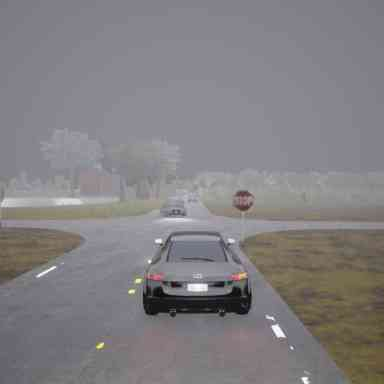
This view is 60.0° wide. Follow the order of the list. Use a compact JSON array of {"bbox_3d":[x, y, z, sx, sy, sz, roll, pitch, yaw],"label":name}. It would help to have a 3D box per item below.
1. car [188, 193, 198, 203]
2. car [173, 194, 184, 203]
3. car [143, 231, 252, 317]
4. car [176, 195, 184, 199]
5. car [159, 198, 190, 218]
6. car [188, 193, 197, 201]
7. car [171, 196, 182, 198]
[{"bbox_3d":[0.157,1.489,69.679,1.994,1.385,4.181,0,0,0],"label":"car"},{"bbox_3d":[-2.608,1.302,66.055,2.097,1.767,4.553,0,0,0],"label":"car"},{"bbox_3d":[0.075,1.565,7.561,1.994,1.385,4.181,0,0,-1],"label":"car"},{"bbox_3d":[-2.688,1.446,52.669,1.882,1.535,5.008,0,0,1],"label":"car"},{"bbox_3d":[-1.814,1.557,30.319,1.994,1.385,4.181,0,0,-14],"label":"car"},{"bbox_3d":[0.179,1.113,79.690,2.097,1.767,4.553,0,0,0],"label":"car"},{"bbox_3d":[-2.733,1.544,42.795,1.994,1.385,4.181,0,0,1],"label":"car"}]
